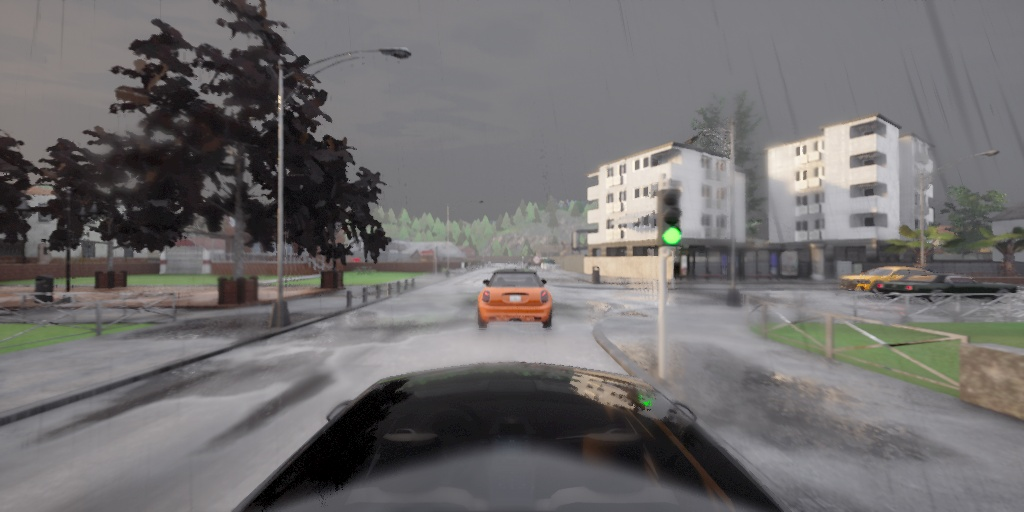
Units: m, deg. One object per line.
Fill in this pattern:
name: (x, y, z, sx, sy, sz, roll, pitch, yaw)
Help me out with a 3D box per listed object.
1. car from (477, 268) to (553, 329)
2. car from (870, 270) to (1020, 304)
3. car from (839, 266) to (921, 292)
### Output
car: (0.094, 1.175, 11.728, 2.097, 1.767, 4.553, 0, 0, 0)
car: (20.017, 1.461, 16.595, 4.718, 1.301, 1.895, 0, 0, 1)
car: (21.906, 1.368, 20.751, 5.008, 1.535, 1.882, 0, 0, 0)
